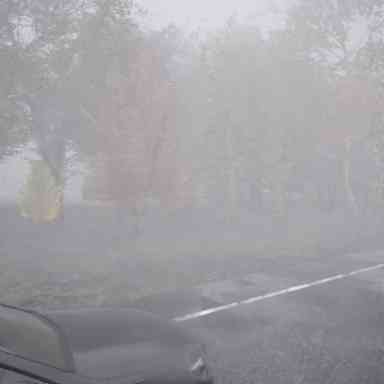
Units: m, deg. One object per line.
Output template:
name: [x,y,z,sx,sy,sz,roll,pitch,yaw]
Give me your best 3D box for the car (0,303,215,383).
car: [-1.964,1.526,2.345,4.674,1.442,1.812,0,0,-36]
